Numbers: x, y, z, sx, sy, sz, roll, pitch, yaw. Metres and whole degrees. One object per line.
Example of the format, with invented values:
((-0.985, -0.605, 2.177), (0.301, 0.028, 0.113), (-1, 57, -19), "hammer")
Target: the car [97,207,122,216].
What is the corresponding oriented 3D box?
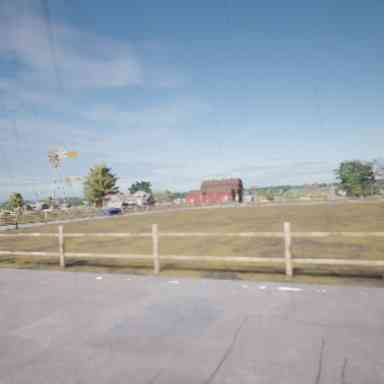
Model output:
((-14.024, 3.268, 56.680), (1.882, 1.535, 5.008), (-3, -1, 23), "car")
